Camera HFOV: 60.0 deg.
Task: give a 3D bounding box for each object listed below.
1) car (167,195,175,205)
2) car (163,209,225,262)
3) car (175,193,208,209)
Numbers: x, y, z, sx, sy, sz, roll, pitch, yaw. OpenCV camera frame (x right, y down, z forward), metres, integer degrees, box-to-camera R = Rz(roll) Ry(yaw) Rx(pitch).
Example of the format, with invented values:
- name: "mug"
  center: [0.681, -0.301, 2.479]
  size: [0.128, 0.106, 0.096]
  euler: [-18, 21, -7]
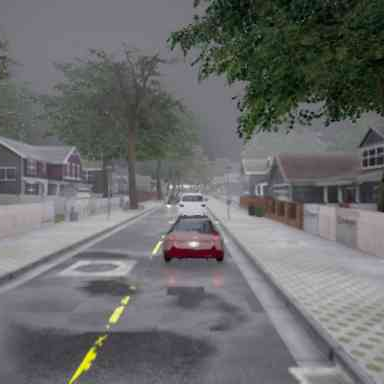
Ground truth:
- name: "car"
  center: [-2.822, 1.246, 52.280]
  size: [1.812, 1.442, 4.674]
  euler: [0, 0, 0]
- name: "car"
  center: [0.064, 1.529, 11.956]
  size: [1.994, 1.385, 4.181]
  euler: [0, 0, 0]
- name: "car"
  center: [0.061, 1.121, 26.649]
  size: [2.150, 2.045, 5.566]
  euler: [0, 1, 0]
